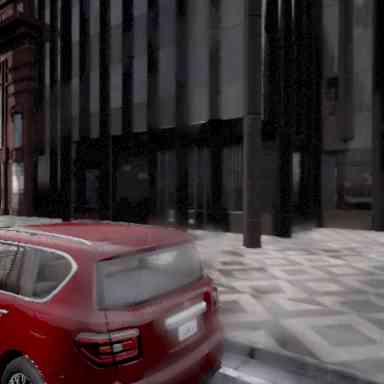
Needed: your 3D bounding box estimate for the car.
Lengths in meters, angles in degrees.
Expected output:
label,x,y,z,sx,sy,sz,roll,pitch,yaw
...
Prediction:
label,x,y,z,sx,sy,sz,roll,pitch,yaw
car,-1.980,1.312,4.374,5.009,1.841,2.192,0,0,36
